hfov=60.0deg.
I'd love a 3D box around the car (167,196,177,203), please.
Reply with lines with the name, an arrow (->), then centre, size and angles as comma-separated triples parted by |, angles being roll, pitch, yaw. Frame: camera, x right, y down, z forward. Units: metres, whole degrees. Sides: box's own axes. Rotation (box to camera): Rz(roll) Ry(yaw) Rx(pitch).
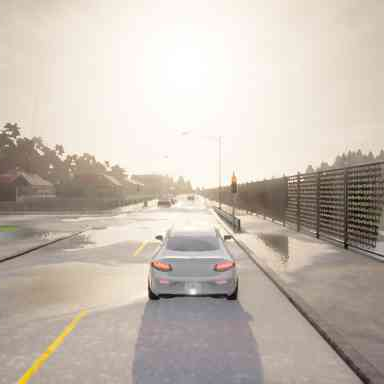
car -> -4.225, 1.524, 71.625 | 1.812, 1.442, 4.674 | 0, 0, 0

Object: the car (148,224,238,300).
car -> 0.029, 1.526, 8.243 | 1.812, 1.442, 4.674 | 0, 0, 0

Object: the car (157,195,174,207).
car -> -4.256, 1.478, 51.782 | 1.882, 1.535, 5.008 | 0, 0, 0

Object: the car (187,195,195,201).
car -> -0.275, 1.478, 86.366 | 1.882, 1.535, 5.008 | 0, 0, 0

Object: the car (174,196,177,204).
car -> -4.257, 1.352, 61.712 | 2.097, 1.767, 4.553 | 0, 0, 0
